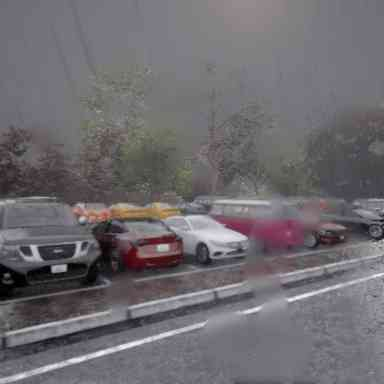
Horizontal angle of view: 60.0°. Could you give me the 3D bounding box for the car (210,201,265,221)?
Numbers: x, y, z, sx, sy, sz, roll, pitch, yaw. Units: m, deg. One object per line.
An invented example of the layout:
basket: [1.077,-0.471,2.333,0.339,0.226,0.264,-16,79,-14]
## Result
car: [4.120,1.653,31.024,1.946,1.575,5.366,1,0,-36]

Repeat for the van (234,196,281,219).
van: [6.337,1.454,32.687,1.878,1.987,4.442,1,0,-35]

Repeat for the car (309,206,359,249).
car: [4.679,1.583,15.595,2.097,1.535,5.008,1,0,-35]

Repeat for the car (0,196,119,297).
car: [-4.343,1.236,9.125,2.435,2.045,5.566,1,0,-35]

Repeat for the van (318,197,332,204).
van: [12.956,1.587,37.690,1.878,1.987,4.442,2,-1,-35]

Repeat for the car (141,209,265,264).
car: [0.159,1.575,12.371,2.002,1.452,4.674,1,0,-35]

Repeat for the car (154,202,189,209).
car: [-2.753,1.584,26.347,2.097,1.535,5.008,1,0,-35]

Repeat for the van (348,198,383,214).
van: [24.130,1.926,45.653,1.878,1.987,4.442,2,-1,-35]

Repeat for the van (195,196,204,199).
van: [1.690,1.406,29.663,1.878,1.987,4.442,1,0,-35]

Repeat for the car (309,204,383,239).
car: [9.220,1.660,18.788,2.163,1.488,4.792,1,0,-36]

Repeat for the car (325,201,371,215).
car: [19.788,2.018,42.408,2.097,1.535,5.008,2,-1,-35]

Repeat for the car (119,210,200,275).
car: [-2.117,1.541,10.782,2.163,1.488,4.792,1,0,-35]

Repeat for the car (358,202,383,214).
car: [26.447,2.260,47.163,2.002,1.452,4.674,2,-1,-35]

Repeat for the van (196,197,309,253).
van: [2.355,1.333,14.076,1.878,1.987,4.442,1,0,-35]

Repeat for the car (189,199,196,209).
car: [-0.496,1.609,27.954,2.231,1.521,4.892,1,0,-35]

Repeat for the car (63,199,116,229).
car: [-7.249,1.411,23.111,2.185,1.767,4.553,1,0,-35]

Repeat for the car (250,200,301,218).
car: [8.520,1.703,34.393,2.097,1.535,5.008,1,0,-35]

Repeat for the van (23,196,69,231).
van: [-9.590,1.287,21.625,1.878,1.987,4.442,1,0,-35]

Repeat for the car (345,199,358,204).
car: [17.449,1.695,40.714,2.435,2.045,5.566,2,-1,-35]

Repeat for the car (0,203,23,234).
car: [-11.777,1.490,19.916,2.231,1.521,4.892,1,0,-35]

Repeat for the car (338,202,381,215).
car: [22.041,2.126,44.018,2.002,1.452,4.674,2,-1,-35]

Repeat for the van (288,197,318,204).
van: [10.727,1.515,35.816,1.878,1.987,4.442,1,-1,-35]

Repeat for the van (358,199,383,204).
van: [13.795,1.453,21.941,1.878,1.987,4.442,1,0,-35]

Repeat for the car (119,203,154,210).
car: [-5.111,1.559,24.667,2.097,1.535,5.008,1,0,-35]

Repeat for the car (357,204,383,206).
car: [11.463,1.695,20.426,2.002,1.452,4.674,1,0,-35]

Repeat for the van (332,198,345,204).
van: [15.109,1.652,39.224,1.878,1.987,4.442,2,-1,-35]

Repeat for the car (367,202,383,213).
car: [28.809,2.291,48.837,2.097,1.535,5.008,2,-1,-35]
